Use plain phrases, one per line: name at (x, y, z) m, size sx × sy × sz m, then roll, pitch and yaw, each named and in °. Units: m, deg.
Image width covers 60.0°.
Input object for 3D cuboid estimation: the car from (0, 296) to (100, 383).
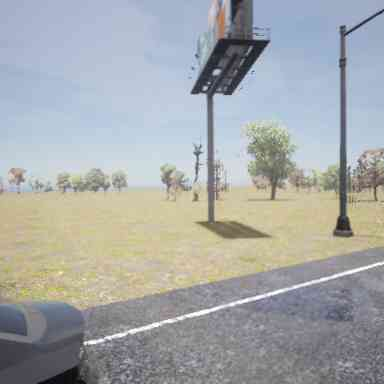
car at (-3.026, 1.512, 1.848) m, size 4.892 × 1.490 × 1.837 m, roll 0°, pitch 0°, yaw -36°
